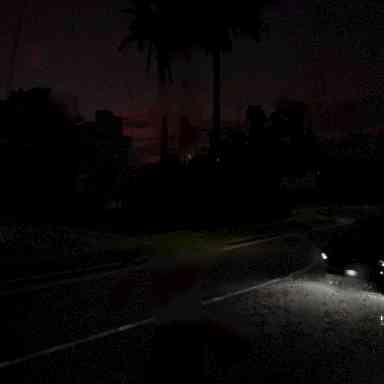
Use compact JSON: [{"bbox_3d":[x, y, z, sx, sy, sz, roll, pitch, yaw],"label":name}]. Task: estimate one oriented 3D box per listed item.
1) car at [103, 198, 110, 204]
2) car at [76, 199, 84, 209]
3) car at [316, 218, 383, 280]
[{"bbox_3d":[-18.142,1.705,66.305,4.674,1.442,1.812,0,0,43],"label":"car"},{"bbox_3d":[-15.602,1.246,40.612,1.932,1.855,4.605,0,0,43],"label":"car"},{"bbox_3d":[5.561,1.494,9.727,2.033,1.411,5.357,0,0,44],"label":"car"}]
